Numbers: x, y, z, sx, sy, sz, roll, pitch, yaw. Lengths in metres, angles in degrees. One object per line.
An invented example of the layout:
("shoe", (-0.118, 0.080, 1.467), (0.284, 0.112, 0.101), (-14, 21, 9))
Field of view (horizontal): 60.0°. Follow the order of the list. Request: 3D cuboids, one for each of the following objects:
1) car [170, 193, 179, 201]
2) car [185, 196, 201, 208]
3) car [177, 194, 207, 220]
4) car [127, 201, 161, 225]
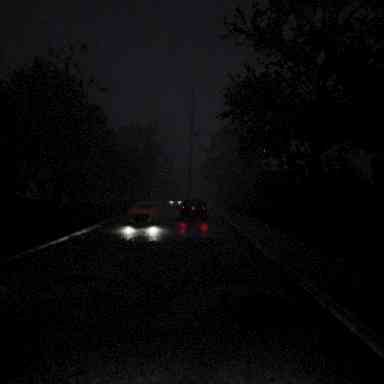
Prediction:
("car", (-3.270, 0.936, 65.873), (2.097, 1.767, 4.553), (0, 0, 0))
("car", (0.091, 1.330, 43.646), (1.994, 1.385, 4.181), (0, 1, 0))
("car", (0.094, 1.251, 27.505), (2.097, 1.767, 4.553), (0, 1, 0))
("car", (-3.354, 1.402, 23.852), (1.882, 1.535, 5.008), (0, 0, 0))
